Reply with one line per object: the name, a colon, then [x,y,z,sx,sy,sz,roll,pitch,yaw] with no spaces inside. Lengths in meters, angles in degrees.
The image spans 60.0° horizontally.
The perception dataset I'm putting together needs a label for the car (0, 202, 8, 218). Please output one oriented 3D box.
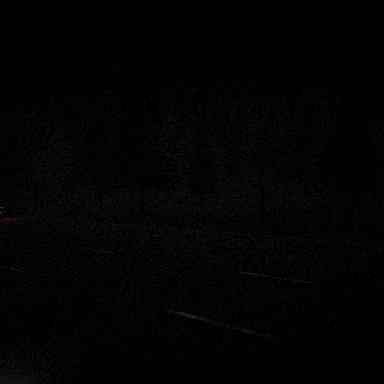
car: [-18.346,1.534,29.810,4.892,1.490,1.837,0,0,35]
